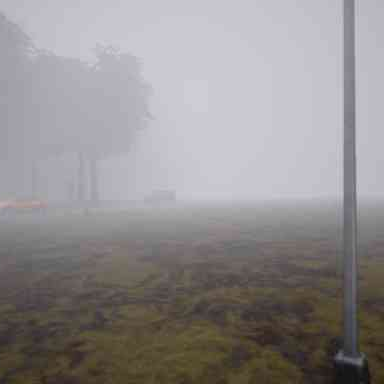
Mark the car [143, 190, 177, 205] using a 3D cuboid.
[{"bbox_3d":[-4.491,0.702,47.088,2.150,2.045,5.566,1,1,36],"label":"car"}]

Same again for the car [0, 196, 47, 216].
[{"bbox_3d":[-16.057,1.163,30.953,2.097,1.767,4.553,1,1,36],"label":"car"}]
